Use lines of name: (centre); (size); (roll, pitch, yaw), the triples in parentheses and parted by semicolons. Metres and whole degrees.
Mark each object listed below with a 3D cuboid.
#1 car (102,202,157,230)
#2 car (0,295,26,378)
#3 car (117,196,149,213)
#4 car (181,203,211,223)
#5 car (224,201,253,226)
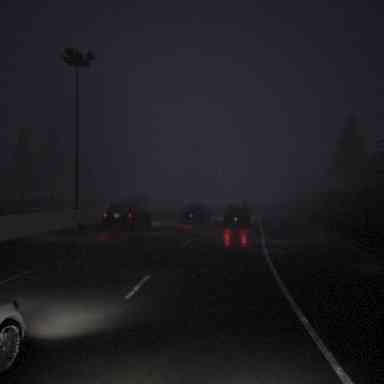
car: (-4.167, 1.487, 22.188); (2.097, 1.767, 4.553); (0, 0, 10)
car: (-3.228, 1.533, 2.595); (1.812, 1.442, 4.674); (0, 0, 2)
car: (-7.504, 1.487, 43.133); (2.150, 2.045, 5.566); (0, 0, 11)
car: (0.400, 1.666, 27.607); (1.882, 1.535, 5.008); (0, 0, 11)
car: (3.520, 1.676, 25.463); (2.128, 1.511, 4.902); (0, 0, 11)
